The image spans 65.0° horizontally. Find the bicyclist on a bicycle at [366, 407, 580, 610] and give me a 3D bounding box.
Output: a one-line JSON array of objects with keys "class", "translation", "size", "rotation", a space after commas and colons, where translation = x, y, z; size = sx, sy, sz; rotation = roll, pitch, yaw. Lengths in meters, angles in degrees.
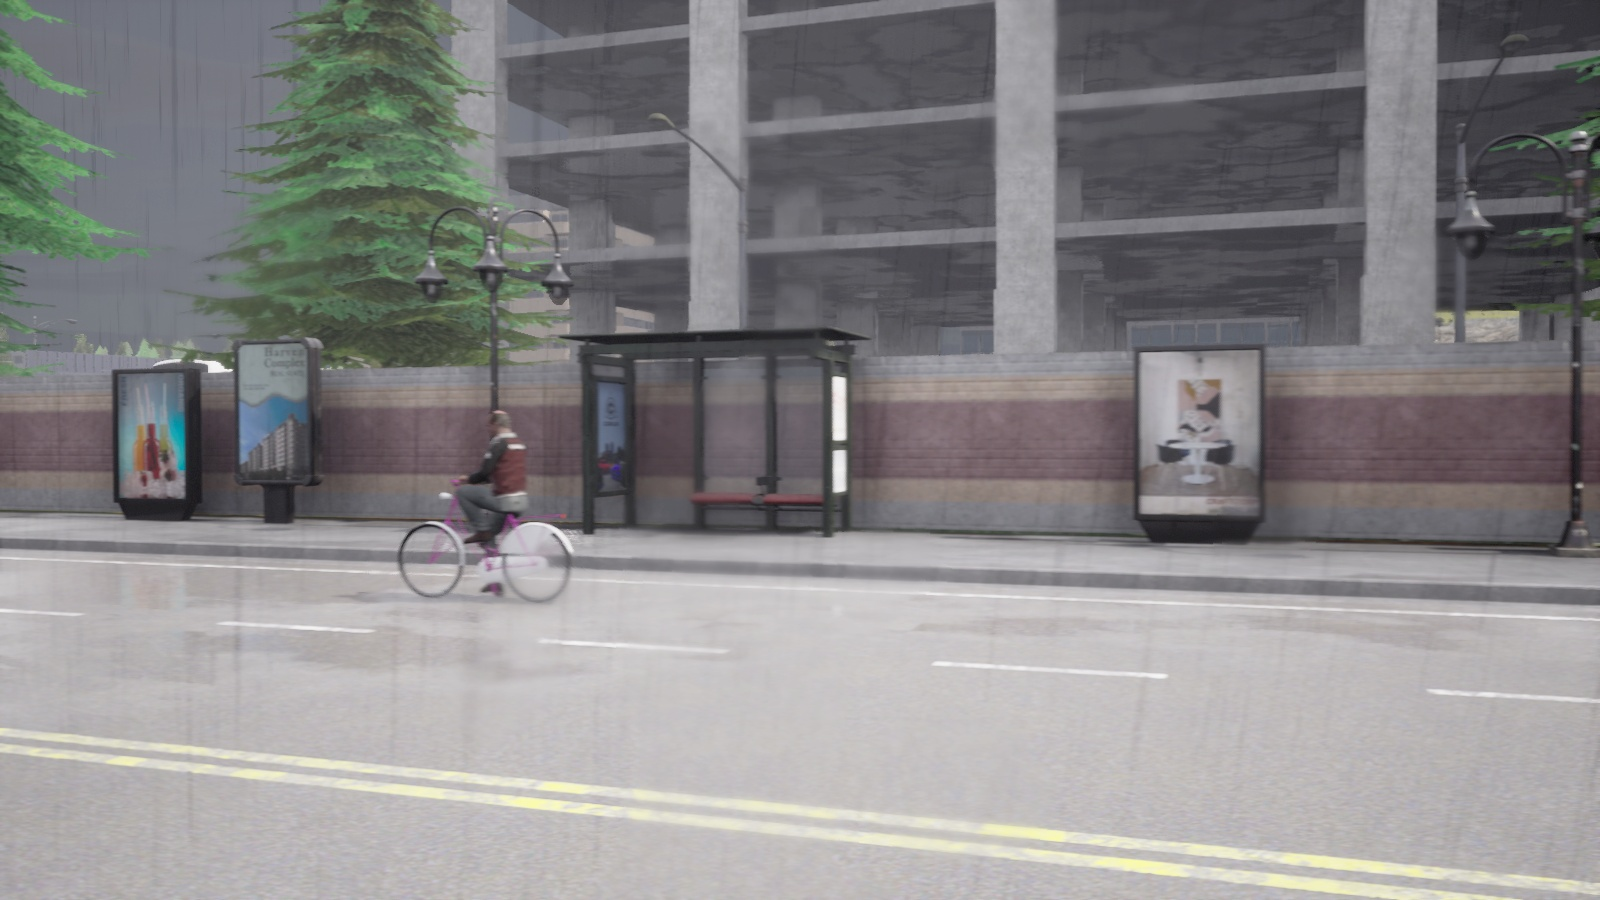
[{"class": "bicyclist on a bicycle", "translation": [-3.014, 0.500, 11.582], "size": [1.843, 1.776, 0.659], "rotation": [1, 1, 19]}]

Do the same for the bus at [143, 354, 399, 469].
[{"class": "bus", "translation": [-21.385, -1.515, 51.792], "size": [3.944, 4.253, 10.273], "rotation": [1, 1, 18]}]
